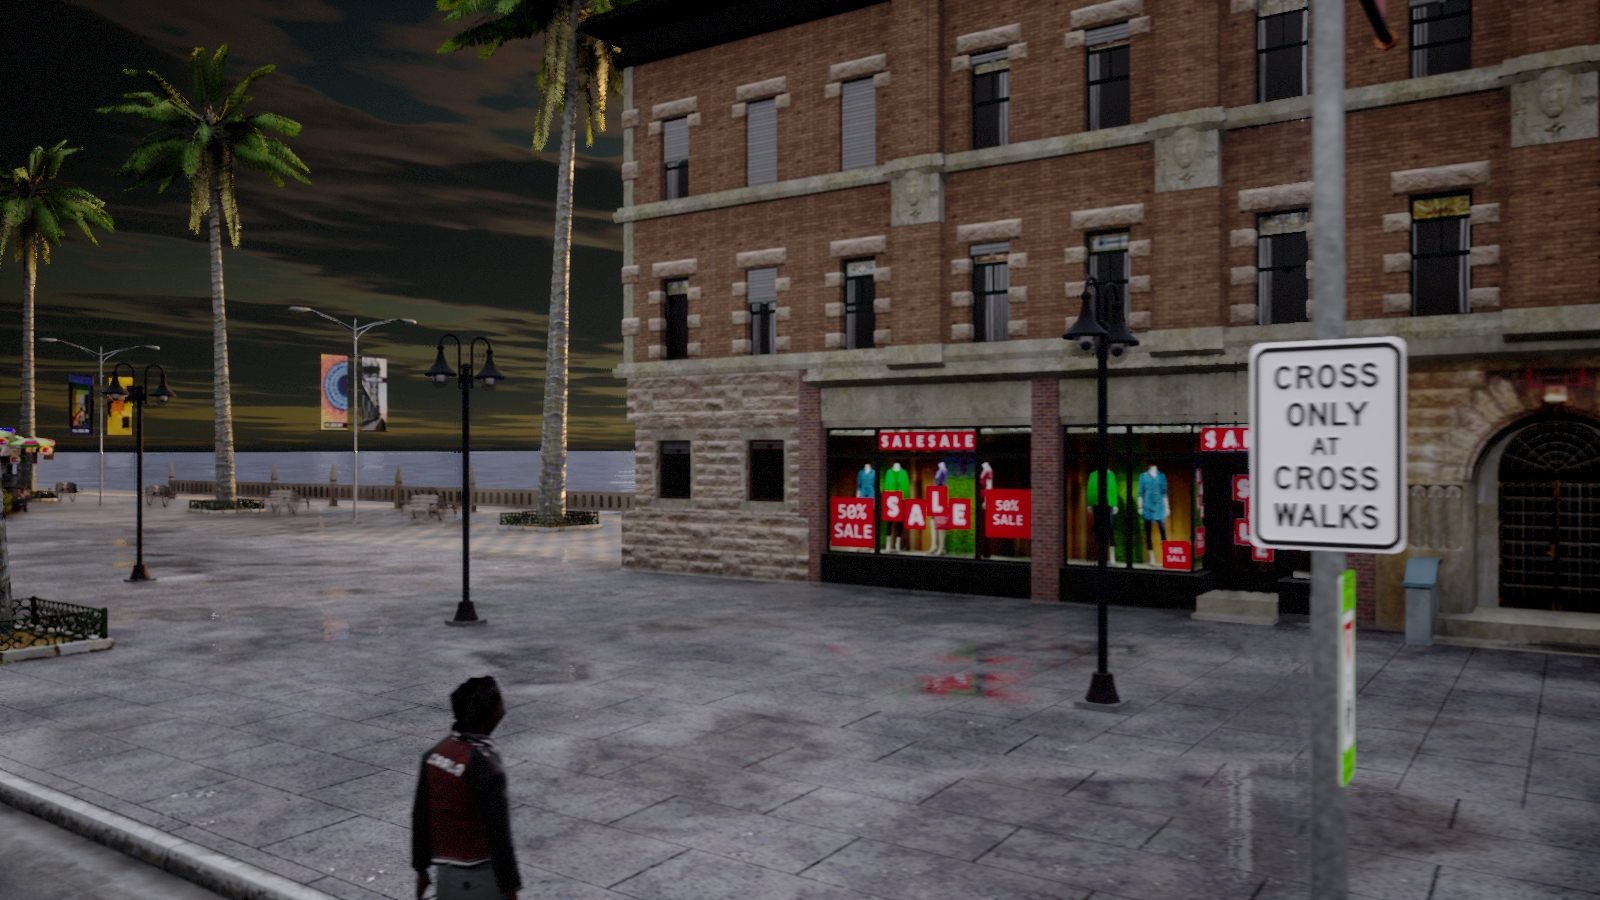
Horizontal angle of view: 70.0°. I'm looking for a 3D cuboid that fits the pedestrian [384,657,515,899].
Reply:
[{"bbox_3d":[-1.478,1.853,4.824,0.375,1.860,0.375,0,0,34],"label":"pedestrian"}]
